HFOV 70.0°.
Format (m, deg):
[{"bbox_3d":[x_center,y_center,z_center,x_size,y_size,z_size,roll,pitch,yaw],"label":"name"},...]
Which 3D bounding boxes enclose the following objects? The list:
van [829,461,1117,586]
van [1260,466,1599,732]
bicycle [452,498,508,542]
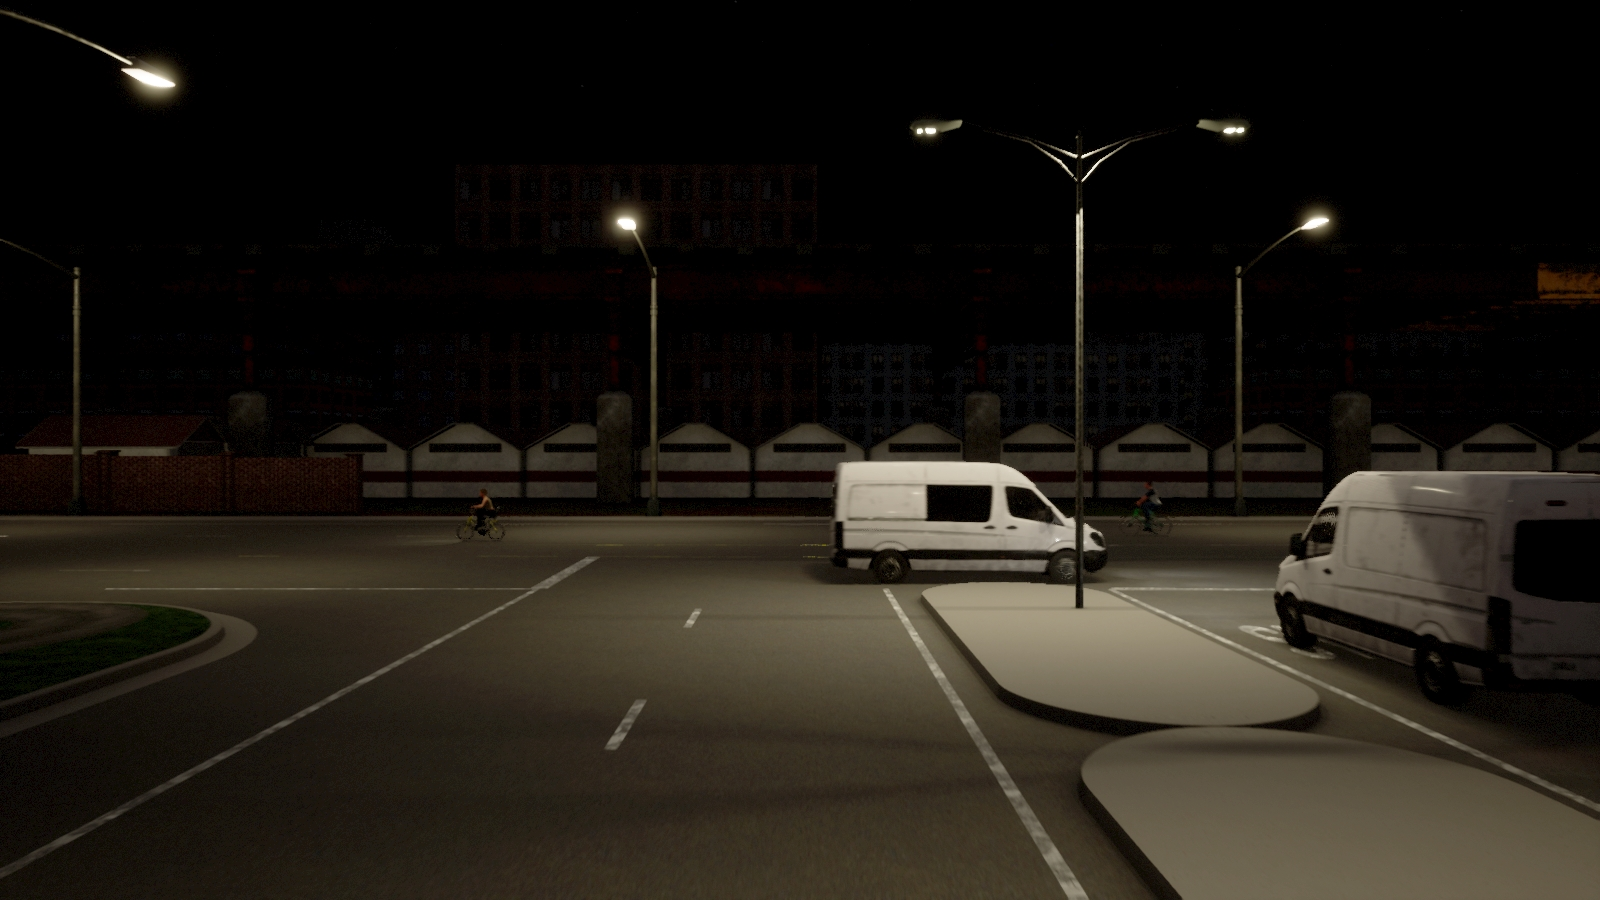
[{"bbox_3d":[3.615,1.534,24.692,5.915,2.561,1.988,0,0,0],"label":"van"},{"bbox_3d":[7.989,1.535,14.388,1.988,2.561,5.915,0,0,0],"label":"van"},{"bbox_3d":[-9.844,2.145,35.227,1.487,1.301,0.859,0,0,0],"label":"bicycle"}]
